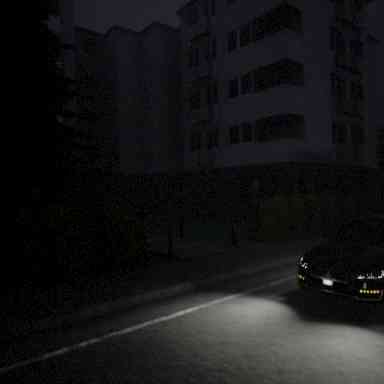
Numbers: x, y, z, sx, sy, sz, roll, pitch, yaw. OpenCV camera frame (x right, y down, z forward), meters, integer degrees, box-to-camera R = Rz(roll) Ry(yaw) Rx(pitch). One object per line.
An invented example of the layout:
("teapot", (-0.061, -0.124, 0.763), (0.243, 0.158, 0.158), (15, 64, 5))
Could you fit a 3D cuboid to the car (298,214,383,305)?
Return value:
("car", (4.330, 1.308, 7.506), (4.892, 1.490, 1.837), (-2, 1, -39))
